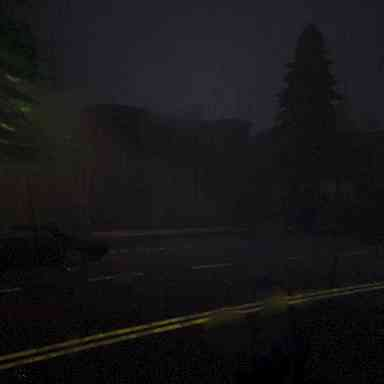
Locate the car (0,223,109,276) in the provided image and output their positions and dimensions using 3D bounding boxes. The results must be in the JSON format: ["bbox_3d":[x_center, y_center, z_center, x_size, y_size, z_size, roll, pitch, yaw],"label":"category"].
[{"bbox_3d":[-4.806,1.546,8.946,4.718,1.301,1.895,1,0,-33],"label":"car"}]
